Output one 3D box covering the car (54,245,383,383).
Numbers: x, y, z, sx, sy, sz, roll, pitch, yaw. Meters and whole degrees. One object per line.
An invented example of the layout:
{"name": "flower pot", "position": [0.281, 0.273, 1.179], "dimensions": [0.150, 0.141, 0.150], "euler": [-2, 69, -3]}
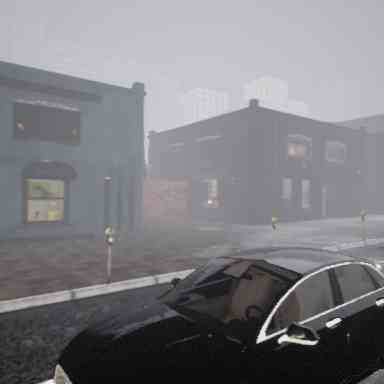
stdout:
{"name": "car", "position": [0.946, 1.506, 4.039], "dimensions": [4.892, 1.490, 1.837], "euler": [0, 0, -35]}
